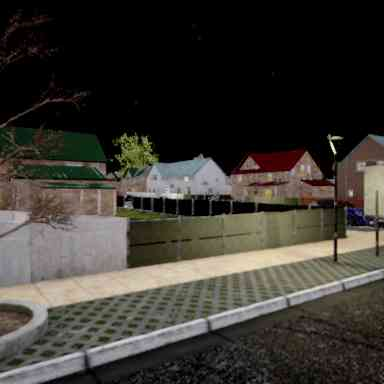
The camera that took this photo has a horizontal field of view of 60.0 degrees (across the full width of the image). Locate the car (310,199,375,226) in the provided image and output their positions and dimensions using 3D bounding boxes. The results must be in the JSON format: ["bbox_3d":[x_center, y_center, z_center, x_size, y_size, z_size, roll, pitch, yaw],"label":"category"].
[{"bbox_3d":[9.992,1.316,22.599,2.097,1.767,4.553,0,0,-32],"label":"car"}]

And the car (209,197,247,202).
[{"bbox_3d":[4.244,1.408,31.166,2.033,1.411,5.357,0,0,-34],"label":"car"}]

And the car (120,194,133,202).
[{"bbox_3d":[-12.142,1.042,60.422,1.812,1.442,4.674,0,0,-34],"label":"car"}]

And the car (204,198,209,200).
[{"bbox_3d":[2.612,1.270,38.818,1.882,1.535,5.008,0,1,-34],"label":"car"}]

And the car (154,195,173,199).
[{"bbox_3d":[-3.568,1.208,42.642,2.128,1.511,4.902,0,0,-34],"label":"car"}]
